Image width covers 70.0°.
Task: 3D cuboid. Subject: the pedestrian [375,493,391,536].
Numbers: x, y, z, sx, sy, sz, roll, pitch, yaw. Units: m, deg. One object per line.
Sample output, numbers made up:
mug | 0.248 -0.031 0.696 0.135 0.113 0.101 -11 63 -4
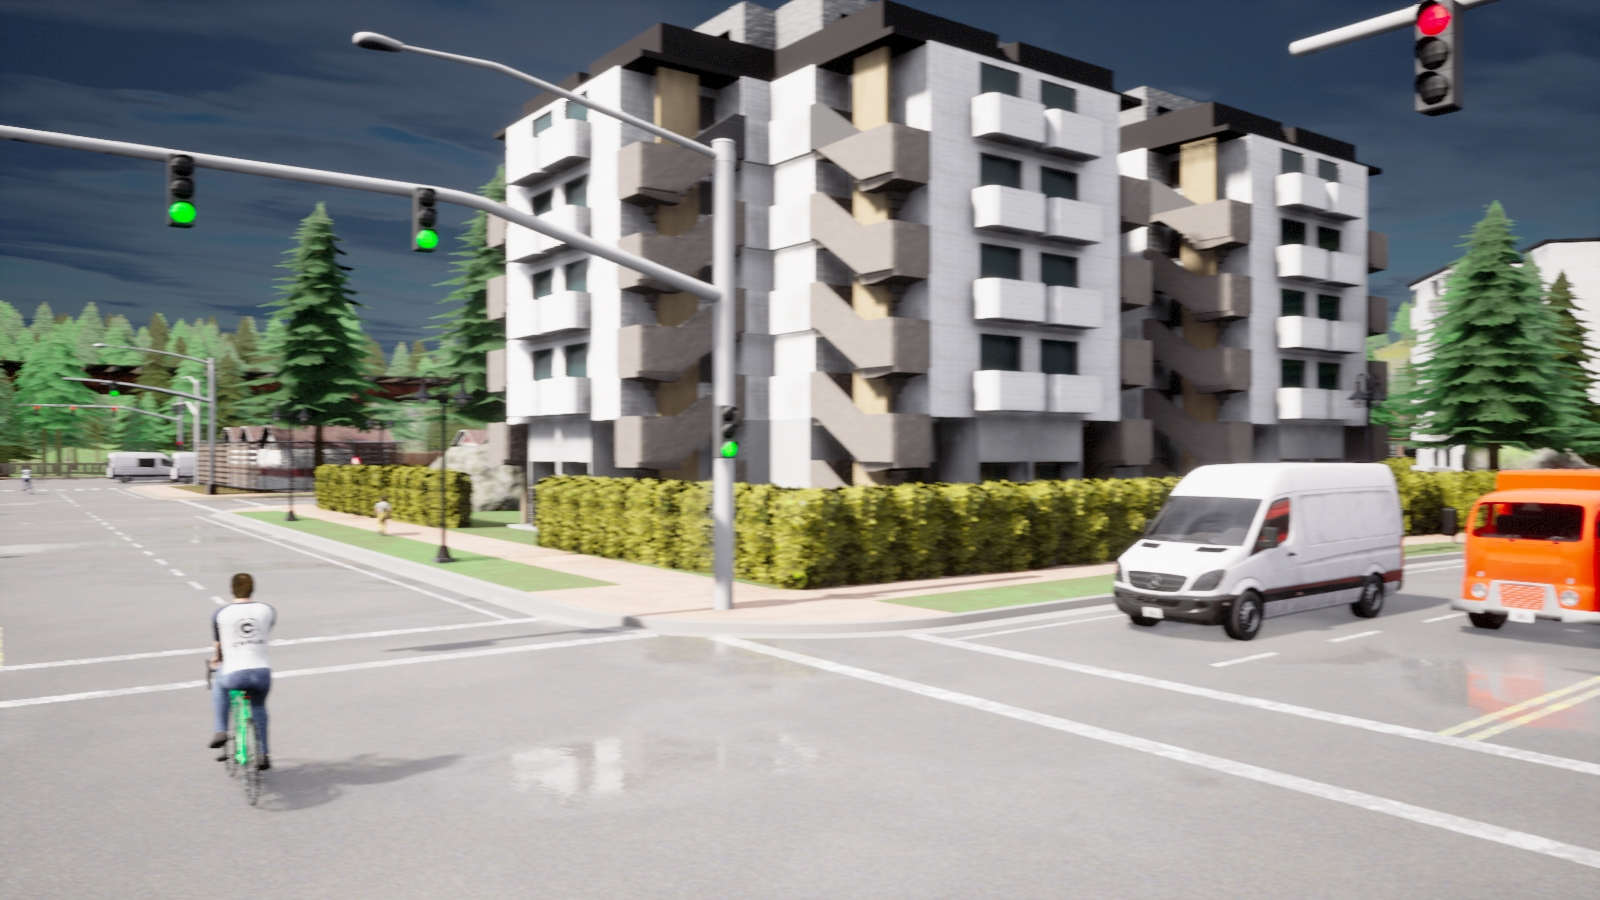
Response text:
pedestrian | -12.709 1.956 34.802 0.375 1.300 0.375 0 0 -33

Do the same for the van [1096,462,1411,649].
van | 7.509 1.508 18.586 5.915 2.561 1.988 0 0 -37

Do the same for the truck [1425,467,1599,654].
truck | 12.371 1.538 17.906 5.204 2.467 2.627 0 0 -37
